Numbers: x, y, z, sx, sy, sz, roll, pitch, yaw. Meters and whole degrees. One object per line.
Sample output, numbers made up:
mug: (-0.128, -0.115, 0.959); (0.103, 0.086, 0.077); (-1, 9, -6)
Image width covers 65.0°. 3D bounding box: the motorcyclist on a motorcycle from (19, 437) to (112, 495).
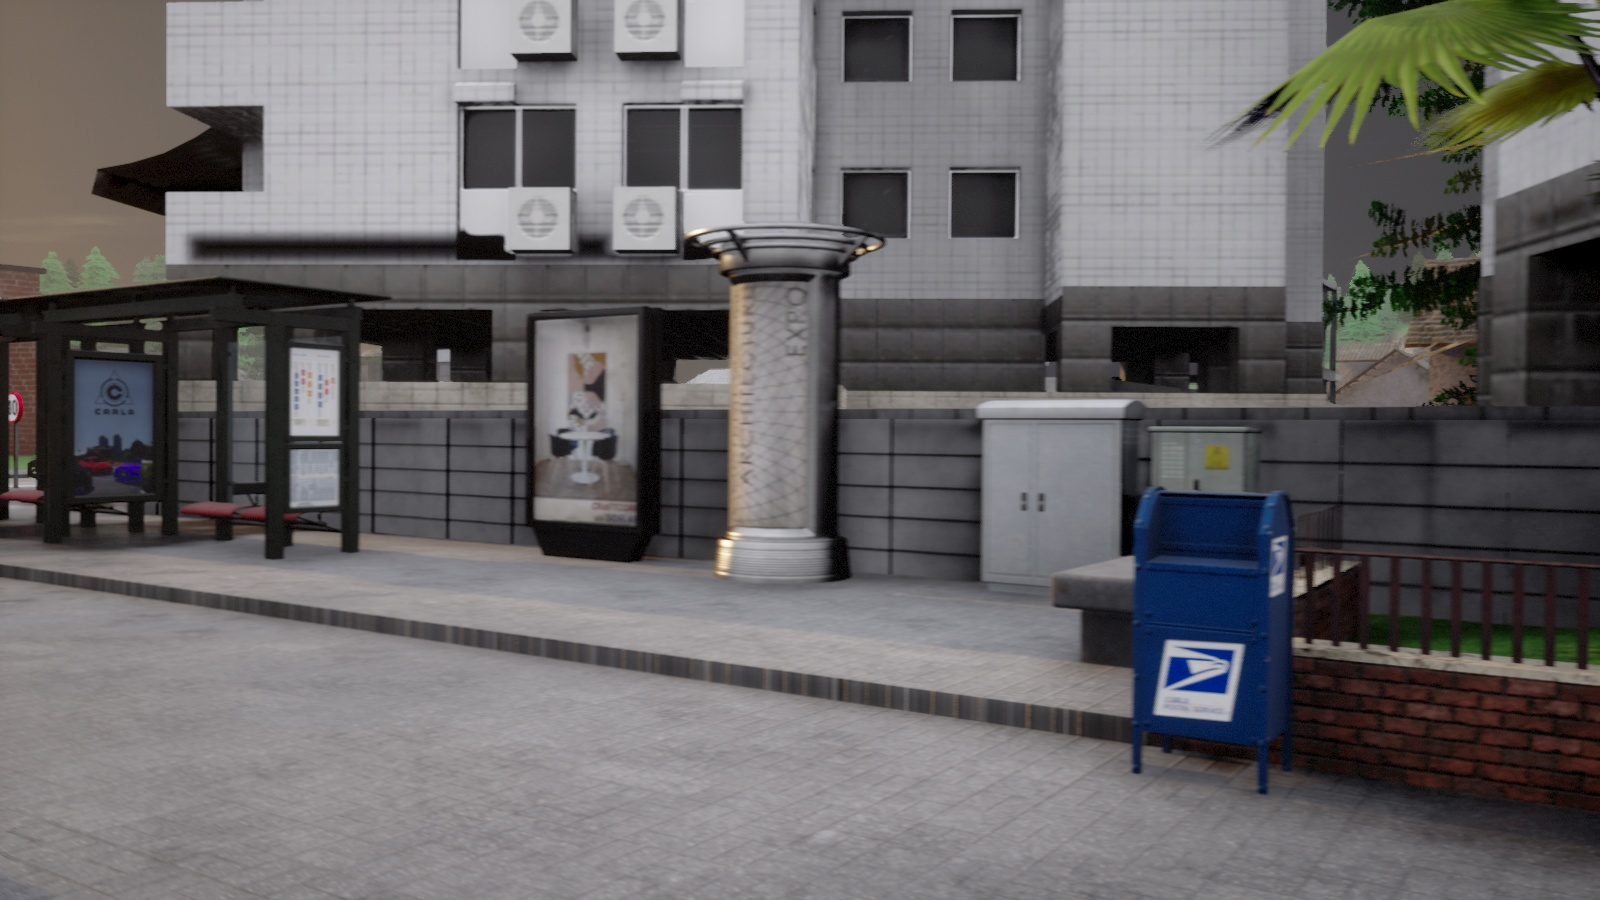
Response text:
motorcyclist on a motorcycle: (-20.148, 0.425, 34.500); (0.797, 1.523, 2.044); (0, 1, 34)
